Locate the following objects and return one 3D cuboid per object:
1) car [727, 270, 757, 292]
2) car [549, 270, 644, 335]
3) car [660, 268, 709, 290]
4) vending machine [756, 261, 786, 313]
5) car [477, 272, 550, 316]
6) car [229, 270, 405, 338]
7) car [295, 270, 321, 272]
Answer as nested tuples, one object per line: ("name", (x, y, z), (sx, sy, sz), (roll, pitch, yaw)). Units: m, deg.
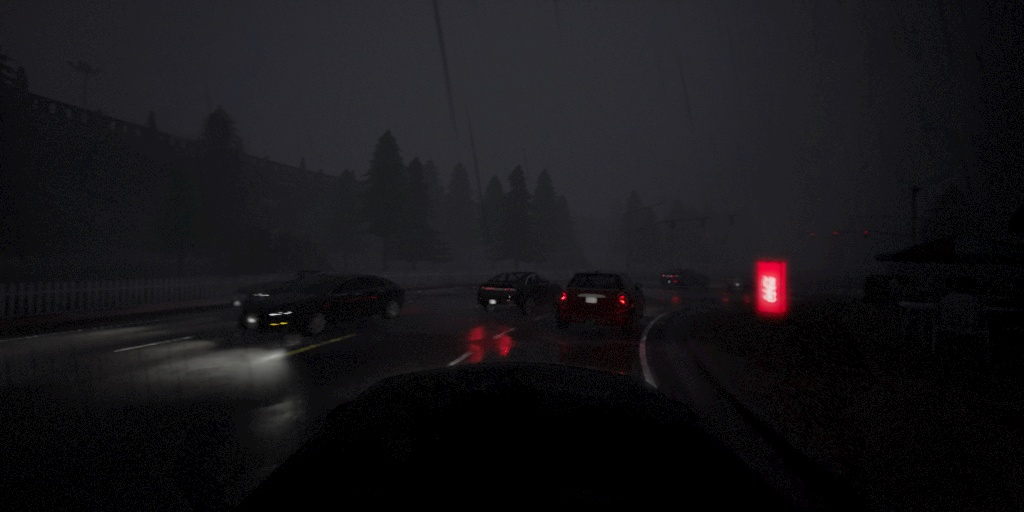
("car", (17.039, 1.738, 25.664), (4.674, 1.442, 1.812), (1, -1, -38))
("car", (2.999, 1.242, 11.526), (2.097, 1.767, 4.553), (1, -1, 24))
("car", (12.994, 1.668, 26.878), (4.902, 1.511, 2.128), (1, -1, -39))
("vending machine", (9.919, 1.194, 13.715), (1.100, 2.100, 0.880), (0, 0, 43))
("car", (0.509, 1.383, 14.361), (2.128, 1.511, 4.902), (0, -1, 29))
("car", (-5.181, 1.288, 10.575), (1.837, 1.490, 4.892), (0, -1, 20))
("car", (-7.710, 1.276, 13.596), (2.128, 1.511, 4.902), (0, -1, 23))
